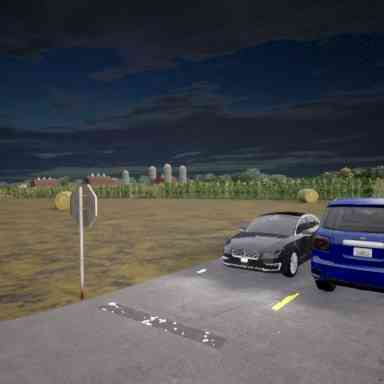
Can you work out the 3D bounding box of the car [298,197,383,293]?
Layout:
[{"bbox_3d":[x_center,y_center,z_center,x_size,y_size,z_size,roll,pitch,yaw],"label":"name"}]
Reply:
[{"bbox_3d":[4.635,1.130,8.000,2.150,2.045,5.566,0,1,37],"label":"car"}]

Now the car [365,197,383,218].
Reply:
[{"bbox_3d":[15.507,1.182,26.959,1.812,1.442,4.674,0,1,37],"label":"car"}]

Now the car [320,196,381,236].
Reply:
[{"bbox_3d":[8.733,1.134,18.082,2.097,1.767,4.553,0,1,37],"label":"car"}]

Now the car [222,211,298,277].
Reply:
[{"bbox_3d":[2.729,1.398,10.134,1.837,1.490,4.892,0,1,36],"label":"car"}]
